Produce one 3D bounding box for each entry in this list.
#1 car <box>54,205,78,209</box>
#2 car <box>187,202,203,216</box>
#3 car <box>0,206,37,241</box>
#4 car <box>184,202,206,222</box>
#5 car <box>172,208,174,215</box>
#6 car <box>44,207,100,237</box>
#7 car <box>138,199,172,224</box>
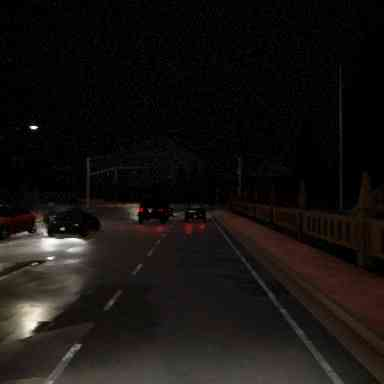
[{"bbox_3d":[-10.364,1.839,27.330,2.128,1.511,4.902,0,-1,1],"label":"car"},{"bbox_3d":[0.383,2.009,40.678,1.882,1.535,5.008,0,-1,1],"label":"car"},{"bbox_3d":[-10.404,1.579,18.156,2.097,1.767,4.553,0,-1,1],"label":"car"},{"bbox_3d":[0.317,1.897,30.926,2.128,1.511,4.902,0,-1,0],"label":"car"},{"bbox_3d":[-3.230,2.060,38.190,1.994,1.385,4.181,0,-1,0],"label":"car"},{"bbox_3d":[-6.878,1.816,19.696,1.994,1.385,4.181,0,-1,1],"label":"car"},{"bbox_3d":[-3.246,1.595,28.839,2.150,2.045,5.566,0,-1,1],"label":"car"}]
